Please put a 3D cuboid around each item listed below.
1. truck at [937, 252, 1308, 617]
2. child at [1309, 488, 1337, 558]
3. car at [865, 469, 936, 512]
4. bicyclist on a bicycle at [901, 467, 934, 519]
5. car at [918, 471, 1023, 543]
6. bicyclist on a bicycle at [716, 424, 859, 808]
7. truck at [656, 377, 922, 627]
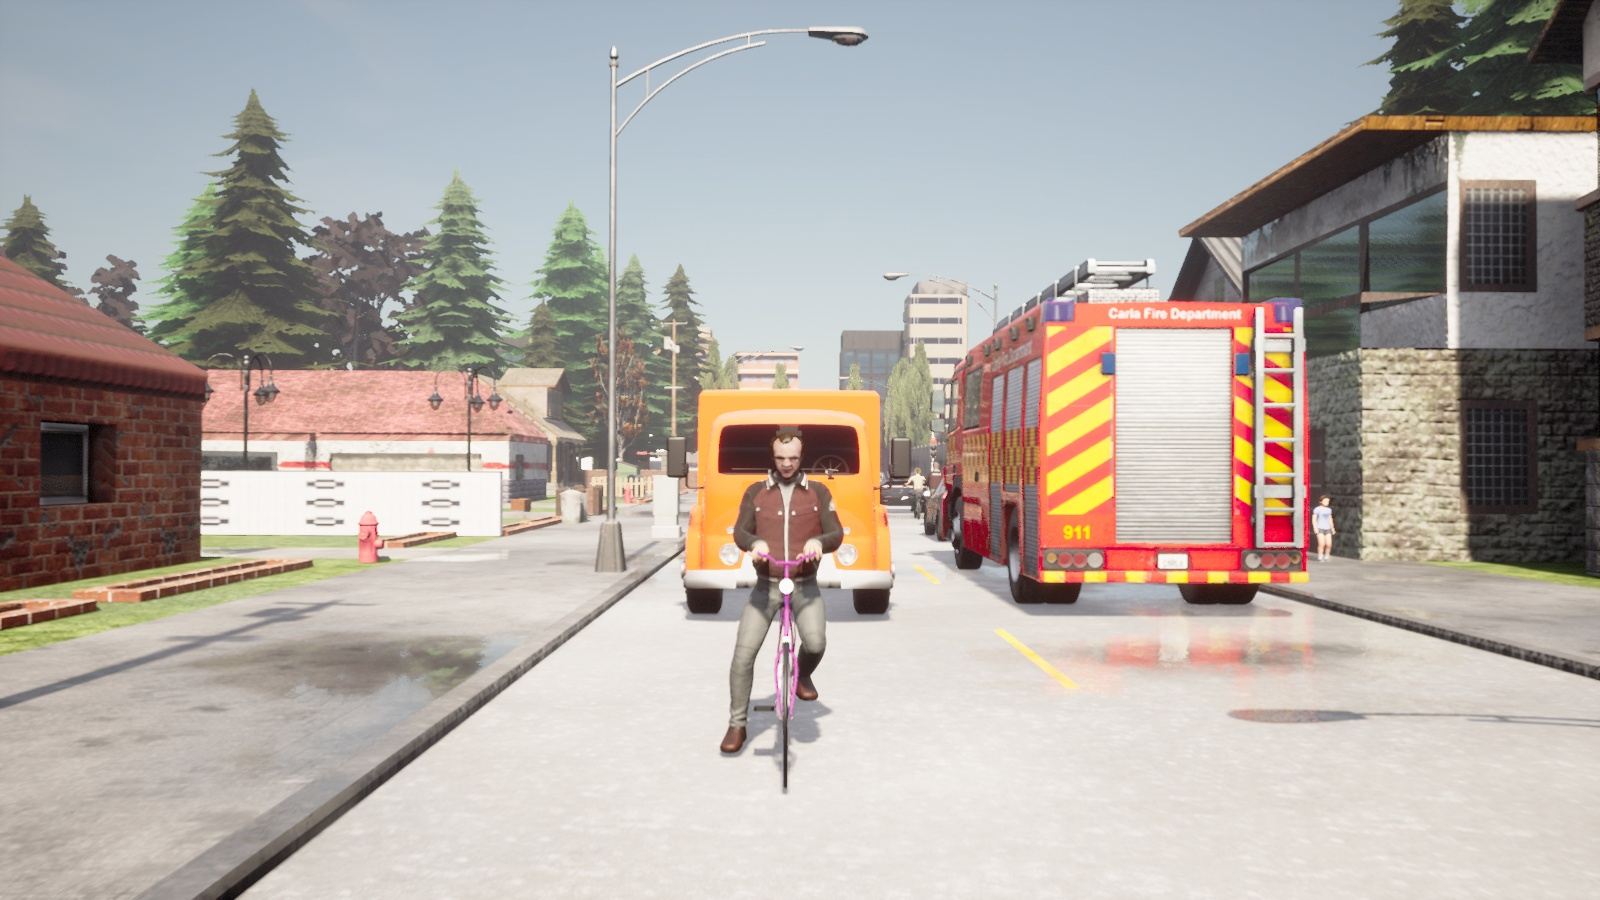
[{"bbox_3d":[3.850,-0.103,17.436,2.891,3.827,8.468,0,-1,0],"label":"truck"},{"bbox_3d":[8.469,1.177,20.349,0.255,1.110,0.394,0,-1,-6],"label":"child"},{"bbox_3d":[3.642,1.458,46.446,2.128,1.511,4.902,0,-1,-1],"label":"car"},{"bbox_3d":[3.684,1.332,39.415,0.866,1.612,1.509,0,-1,-1],"label":"bicyclist on a bicycle"},{"bbox_3d":[3.770,1.240,28.295,1.845,1.501,3.633,0,-1,0],"label":"car"},{"bbox_3d":[-0.065,0.785,6.745,0.659,1.776,1.843,0,-1,0],"label":"bicyclist on a bicycle"},{"bbox_3d":[-0.131,0.554,15.054,2.627,2.467,5.204,0,-1,0],"label":"truck"}]
